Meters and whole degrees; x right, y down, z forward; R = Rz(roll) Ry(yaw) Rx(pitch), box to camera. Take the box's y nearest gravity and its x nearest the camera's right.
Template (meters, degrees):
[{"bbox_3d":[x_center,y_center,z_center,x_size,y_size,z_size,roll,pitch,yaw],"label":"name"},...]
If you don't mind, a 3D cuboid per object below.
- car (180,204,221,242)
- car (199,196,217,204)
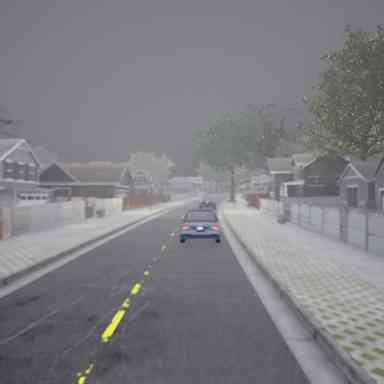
[{"bbox_3d":[0.425,1.546,16.290,2.033,1.411,5.357,0,0,2],"label":"car"},{"bbox_3d":[2.059,1.251,42.483,2.097,1.767,4.553,0,0,5],"label":"car"}]
